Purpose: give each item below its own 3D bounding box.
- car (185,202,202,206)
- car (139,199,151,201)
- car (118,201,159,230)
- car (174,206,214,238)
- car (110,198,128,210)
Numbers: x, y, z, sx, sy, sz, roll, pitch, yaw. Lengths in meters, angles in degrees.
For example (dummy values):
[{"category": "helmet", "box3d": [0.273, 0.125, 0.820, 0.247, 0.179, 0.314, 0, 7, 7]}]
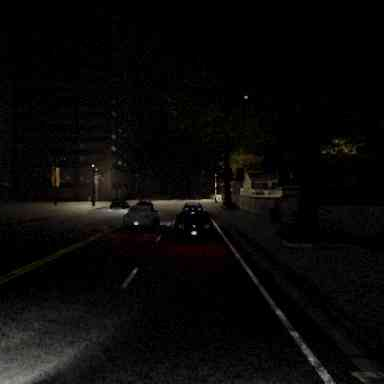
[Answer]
[{"category": "car", "box3d": [0.096, 1.645, 33.532, 1.895, 1.301, 4.718, 0, 0, 0]}, {"category": "car", "box3d": [-6.514, 1.664, 45.458, 1.895, 1.301, 4.718, 0, 0, 0]}, {"category": "car", "box3d": [-3.152, 1.552, 21.123, 1.812, 1.442, 4.674, 0, 0, 0]}, {"category": "car", "box3d": [0.099, 1.622, 17.716, 1.895, 1.301, 4.718, 0, 0, 0]}, {"category": "car", "box3d": [-9.770, 1.588, 45.036, 1.812, 1.442, 4.674, 0, 0, 0]}]
